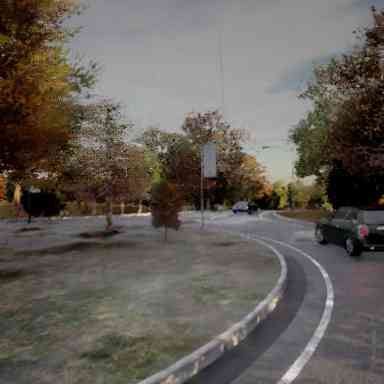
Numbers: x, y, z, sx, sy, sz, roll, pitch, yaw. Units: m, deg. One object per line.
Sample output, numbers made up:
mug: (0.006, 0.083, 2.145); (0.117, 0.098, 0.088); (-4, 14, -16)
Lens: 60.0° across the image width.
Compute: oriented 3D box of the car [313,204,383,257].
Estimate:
car: (6.441, 1.303, 12.855); (2.097, 1.767, 4.553); (-1, 0, 2)

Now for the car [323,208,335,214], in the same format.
car: (33.129, 4.561, 80.164); (1.812, 1.442, 4.674); (-1, -5, 33)

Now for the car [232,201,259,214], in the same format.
car: (5.853, 1.629, 35.763); (2.033, 1.411, 5.357); (-1, -1, 24)

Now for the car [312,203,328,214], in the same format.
car: (27.566, 3.595, 71.403); (2.150, 2.045, 5.566); (-1, -5, 32)
